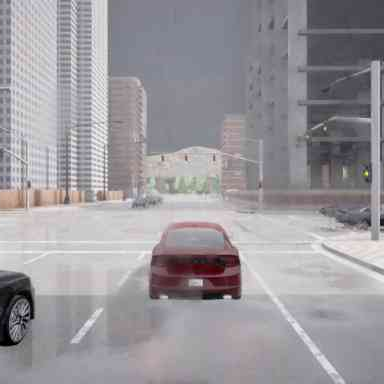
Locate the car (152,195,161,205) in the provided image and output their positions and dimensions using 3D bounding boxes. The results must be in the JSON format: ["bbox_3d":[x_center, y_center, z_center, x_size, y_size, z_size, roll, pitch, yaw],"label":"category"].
[{"bbox_3d":[-7.094,1.352,56.792,2.097,1.767,4.553,0,0,1],"label":"car"}]

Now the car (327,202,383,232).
[{"bbox_3d":[10.987,1.491,19.590,4.902,1.511,2.128,0,0,0],"label":"car"}]

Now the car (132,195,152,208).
[{"bbox_3d":[-7.248,1.505,46.959,1.837,1.490,4.892,0,0,1],"label":"car"}]

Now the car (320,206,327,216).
[{"bbox_3d":[13.922,1.564,30.275,4.181,1.385,1.994,0,0,0],"label":"car"}]

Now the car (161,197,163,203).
[{"bbox_3d":[-6.886,1.547,67.061,2.033,1.411,5.357,0,0,1],"label":"car"}]

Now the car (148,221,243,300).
[{"bbox_3d":[0.064,1.478,8.447,1.882,1.535,5.008,0,0,0],"label":"car"}]

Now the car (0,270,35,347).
[{"bbox_3d":[-3.449,1.492,3.442,2.128,1.511,4.902,0,0,0],"label":"car"}]
